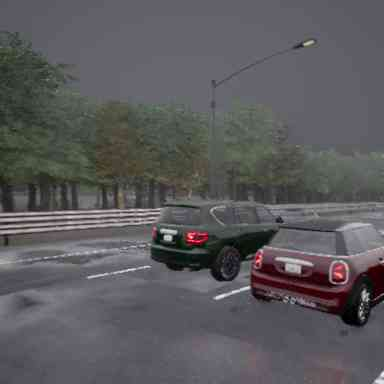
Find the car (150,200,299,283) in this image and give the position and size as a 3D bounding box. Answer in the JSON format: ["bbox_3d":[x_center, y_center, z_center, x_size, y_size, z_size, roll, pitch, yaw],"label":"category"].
[{"bbox_3d":[1.312,1.288,10.238,5.566,2.045,2.150,1,-1,-44],"label":"car"}]

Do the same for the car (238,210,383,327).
[{"bbox_3d":[3.338,1.413,7.471,4.553,1.767,2.097,1,-1,-44],"label":"car"}]

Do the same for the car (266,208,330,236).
[{"bbox_3d":[6.534,1.752,20.305,4.181,1.385,1.994,1,-1,-45],"label":"car"}]
